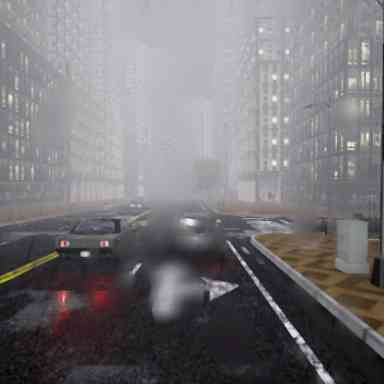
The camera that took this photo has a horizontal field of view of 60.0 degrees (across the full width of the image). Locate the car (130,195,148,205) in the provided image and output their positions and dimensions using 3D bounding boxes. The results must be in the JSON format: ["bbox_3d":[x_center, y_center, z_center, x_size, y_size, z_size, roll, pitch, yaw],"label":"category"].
[{"bbox_3d":[-9.790,1.515,59.753,2.033,1.411,5.357,0,0,1],"label":"car"}]

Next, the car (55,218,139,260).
[{"bbox_3d":[-3.205,1.594,12.291,1.895,1.301,4.718,0,0,1],"label":"car"}]

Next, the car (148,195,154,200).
[{"bbox_3d":[-9.760,1.303,75.435,2.097,1.767,4.553,0,0,0],"label":"car"}]

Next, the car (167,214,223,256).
[{"bbox_3d":[0.201,1.558,13.102,1.994,1.385,4.181,0,0,4],"label":"car"}]
